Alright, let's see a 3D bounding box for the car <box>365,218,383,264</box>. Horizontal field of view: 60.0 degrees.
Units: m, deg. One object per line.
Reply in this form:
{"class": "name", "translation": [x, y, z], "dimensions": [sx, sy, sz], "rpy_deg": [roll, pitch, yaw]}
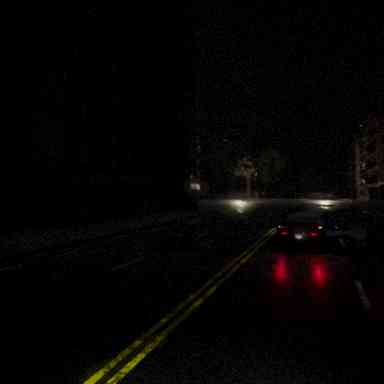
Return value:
{"class": "car", "translation": [6.838, 1.453, 10.736], "dimensions": [1.895, 1.301, 4.718], "rpy_deg": [-1, 0, 22]}

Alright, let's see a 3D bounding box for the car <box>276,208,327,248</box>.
{"class": "car", "translation": [4.723, 1.411, 14.236], "dimensions": [1.812, 1.442, 4.674], "rpy_deg": [-1, 0, 21]}
